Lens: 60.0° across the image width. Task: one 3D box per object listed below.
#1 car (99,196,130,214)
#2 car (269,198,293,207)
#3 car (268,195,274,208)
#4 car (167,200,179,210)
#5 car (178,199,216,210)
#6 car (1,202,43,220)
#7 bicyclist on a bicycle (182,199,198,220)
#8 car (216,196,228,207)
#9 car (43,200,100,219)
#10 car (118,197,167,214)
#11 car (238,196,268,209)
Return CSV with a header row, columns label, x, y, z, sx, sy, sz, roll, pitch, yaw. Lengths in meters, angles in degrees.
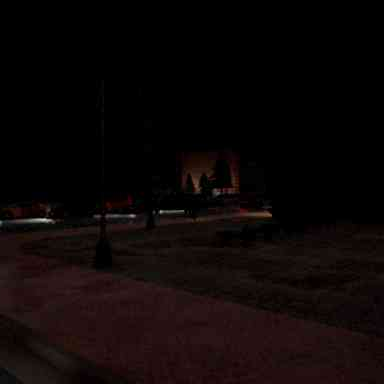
label,x,y,z,sx,sy,sz,roll,pitch,yaw
car,-9.509,1.439,38.654,2.150,2.045,5.566,0,0,40
car,15.502,1.731,57.831,2.033,1.411,5.357,0,0,39
car,13.499,1.647,49.741,2.128,1.511,4.902,0,-1,39
car,-2.983,1.769,46.560,2.033,1.411,5.357,0,0,40
car,0.734,1.800,45.550,1.895,1.301,4.718,0,0,40
car,-15.833,1.691,30.995,1.882,1.535,5.008,0,0,40
bicyclist on a bicycle,-0.170,1.419,26.428,1.656,1.620,0.582,-1,-1,39
car,3.451,1.789,54.292,1.994,1.385,4.181,0,0,40
car,-11.181,1.755,31.122,1.994,1.385,4.181,0,0,40
car,-5.591,1.673,37.902,1.882,1.535,5.008,0,0,40
car,8.939,1.684,49.803,1.837,1.490,4.892,0,0,40
